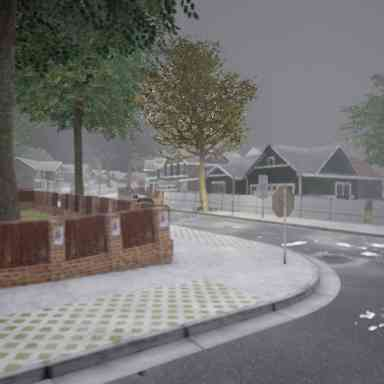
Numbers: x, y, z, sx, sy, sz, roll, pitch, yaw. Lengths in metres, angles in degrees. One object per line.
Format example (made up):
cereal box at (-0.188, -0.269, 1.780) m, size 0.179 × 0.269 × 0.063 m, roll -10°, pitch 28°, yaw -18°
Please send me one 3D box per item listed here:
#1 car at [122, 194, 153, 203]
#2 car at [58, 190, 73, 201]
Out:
car at (-5.649, 0.919, 33.504) m, size 1.882 × 1.535 × 5.008 m, roll 0°, pitch 1°, yaw -33°
car at (-17.921, 0.496, 47.089) m, size 1.812 × 1.442 × 4.674 m, roll 0°, pitch 1°, yaw -31°
